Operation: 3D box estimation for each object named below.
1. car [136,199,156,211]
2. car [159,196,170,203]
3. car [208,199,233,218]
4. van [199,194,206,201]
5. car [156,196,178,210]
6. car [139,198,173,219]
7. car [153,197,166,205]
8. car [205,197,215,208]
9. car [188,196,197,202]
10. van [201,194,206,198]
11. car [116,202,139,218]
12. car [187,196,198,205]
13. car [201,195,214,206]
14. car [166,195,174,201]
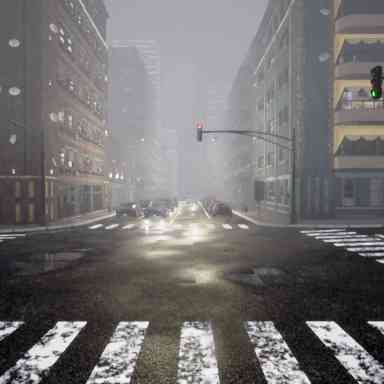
[{"bbox_3d":[-5.670,1.573,41.341,1.947,1.339,4.313,0,0,0],"label":"car"},{"bbox_3d":[-5.653,1.605,68.959,1.802,1.307,4.206,0,0,0],"label":"car"},{"bbox_3d":[2.704,1.584,30.277,1.802,1.307,4.206,0,0,0],"label":"car"},{"bbox_3d":[2.736,1.379,85.512,1.690,1.788,3.998,-1,0,0],"label":"van"},{"bbox_3d":[-3.072,1.511,39.918,1.837,1.490,4.892,0,0,0],"label":"car"},{"bbox_3d":[-3.082,1.550,29.800,2.033,1.411,5.357,0,0,0],"label":"car"},{"bbox_3d":[-5.660,1.561,57.912,1.887,1.381,4.507,0,0,0],"label":"car"},{"bbox_3d":[2.707,1.570,35.800,1.947,1.339,4.313,0,0,0],"label":"car"},{"bbox_3d":[0.045,1.452,69.770,1.895,1.301,4.718,0,0,0],"label":"car"},{"bbox_3d":[2.716,1.354,52.370,1.690,1.788,3.998,0,0,0],"label":"van"},{"bbox_3d":[-5.677,1.568,30.294,1.947,1.339,4.313,0,0,0],"label":"car"},{"bbox_3d":[0.038,1.543,59.734,1.812,1.442,4.674,0,0,0],"label":"car"},{"bbox_3d":[2.714,1.554,46.847,1.887,1.381,4.507,0,0,0],"label":"car"},{"bbox_3d":[-5.643,1.563,85.359,1.752,1.417,4.829,0,0,0],"label":"car"}]
